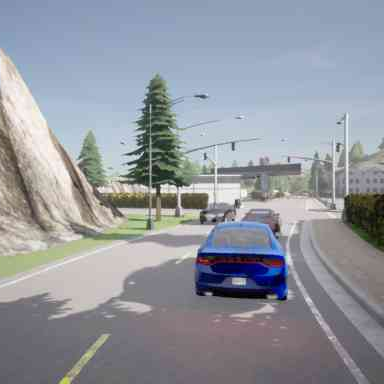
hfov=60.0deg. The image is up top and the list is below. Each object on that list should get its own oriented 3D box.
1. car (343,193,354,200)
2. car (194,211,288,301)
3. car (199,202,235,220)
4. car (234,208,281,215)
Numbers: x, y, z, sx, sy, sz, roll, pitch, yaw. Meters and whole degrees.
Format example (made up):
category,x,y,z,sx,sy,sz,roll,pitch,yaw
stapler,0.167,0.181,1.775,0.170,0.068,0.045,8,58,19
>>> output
category,x,y,z,sx,sy,sz,roll,pitch,yaw
car,40.213,1.077,83.015,3.866,1.878,1.905,0,0,19
car,1.293,1.478,8.513,1.882,1.535,5.008,0,0,10
car,1.972,1.504,24.231,2.128,1.511,4.902,0,0,19
car,3.699,1.564,17.701,1.994,1.385,4.181,0,0,17
